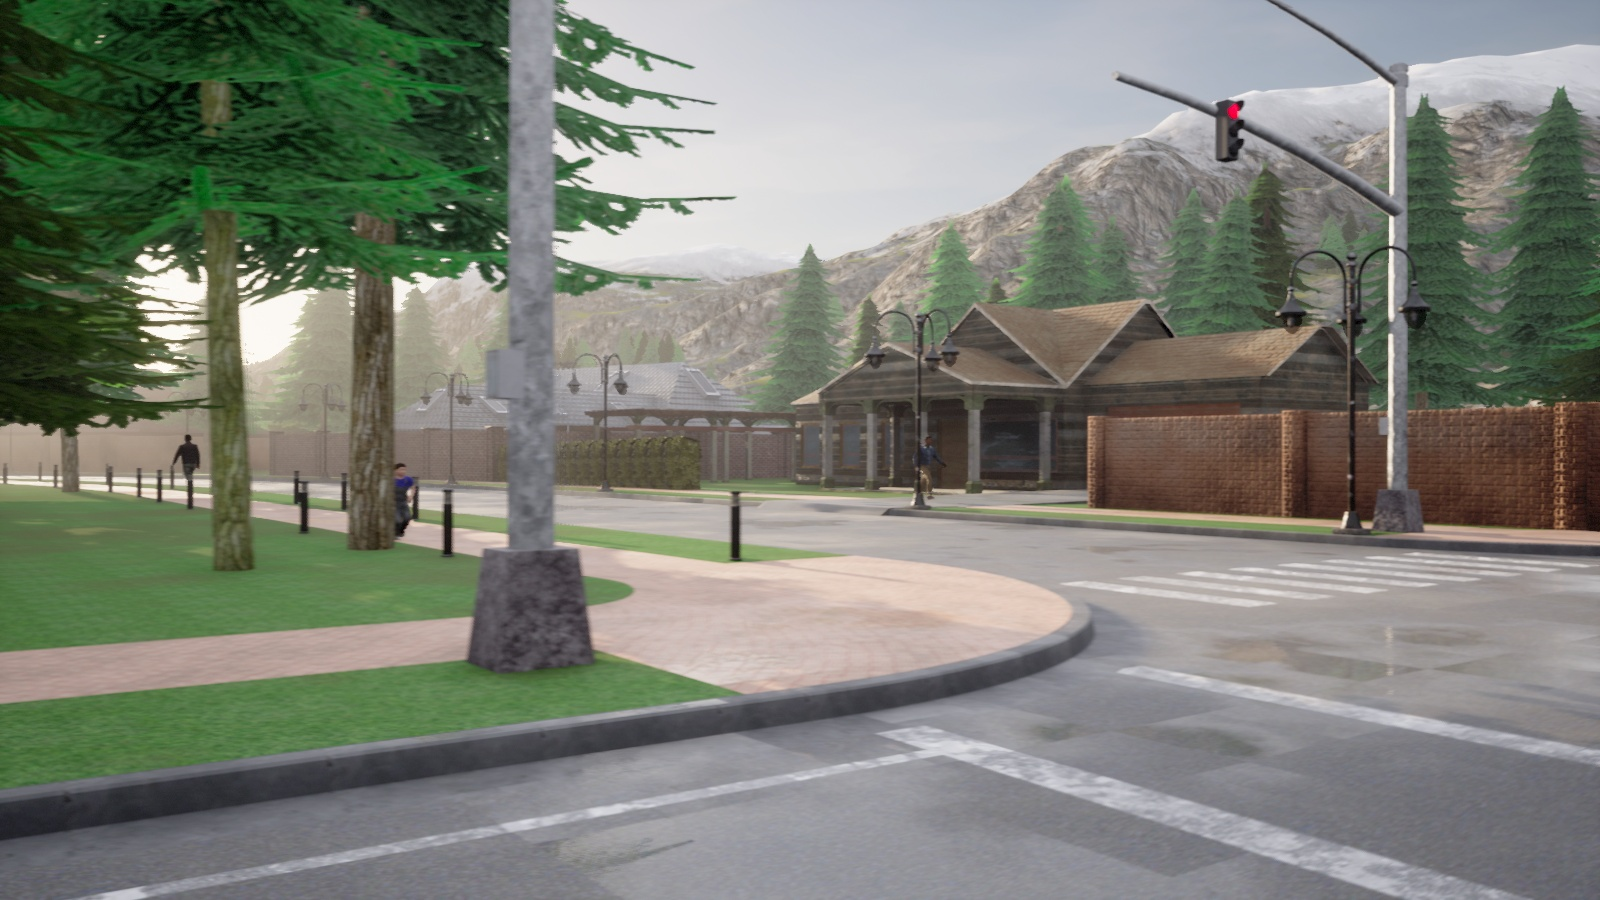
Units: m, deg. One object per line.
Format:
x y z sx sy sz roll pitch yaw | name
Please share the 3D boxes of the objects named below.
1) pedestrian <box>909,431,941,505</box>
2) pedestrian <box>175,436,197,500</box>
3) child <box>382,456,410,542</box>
3.305 0.470 33.249 0.423 1.949 0.788 0 0 -35 | pedestrian
-17.711 0.512 36.232 0.431 1.840 0.703 0 0 -39 | pedestrian
-6.022 0.724 18.727 0.270 1.263 0.437 0 0 -36 | child
